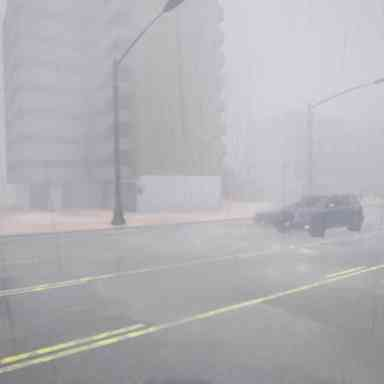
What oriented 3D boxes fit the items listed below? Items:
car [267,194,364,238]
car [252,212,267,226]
[{"bbox_3d":[6.772,1.131,17.428,5.566,2.045,2.150,-1,1,-36],"label":"car"},{"bbox_3d":[6.065,1.486,21.223,4.718,1.301,1.895,-1,1,-35],"label":"car"}]
